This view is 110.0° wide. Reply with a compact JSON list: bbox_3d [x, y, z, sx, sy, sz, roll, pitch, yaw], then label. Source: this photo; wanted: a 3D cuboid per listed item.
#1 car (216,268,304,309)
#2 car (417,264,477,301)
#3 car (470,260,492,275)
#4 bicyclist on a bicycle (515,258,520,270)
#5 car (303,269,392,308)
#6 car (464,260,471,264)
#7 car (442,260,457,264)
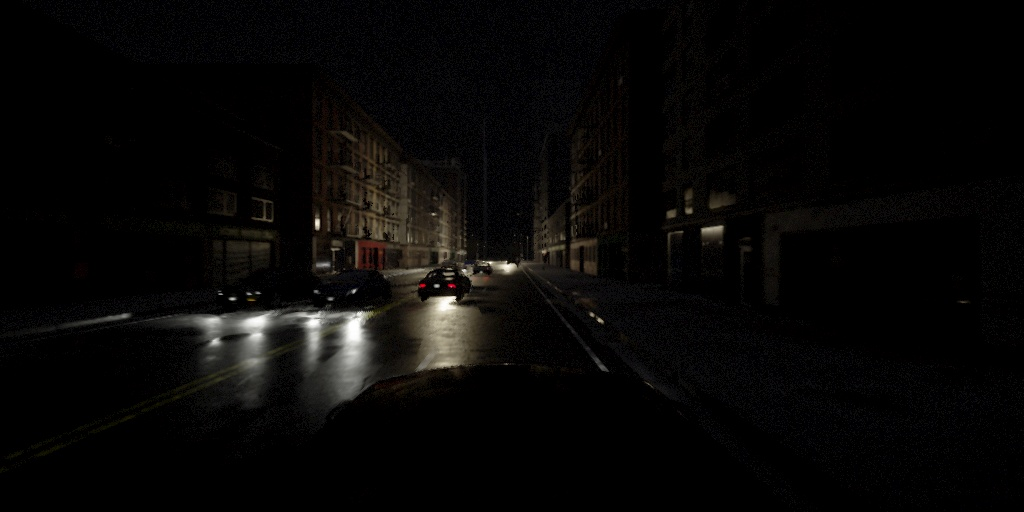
[{"bbox_3d":[-9.849,1.262,15.059,1.837,1.490,4.892,0,0,0],"label":"car"},{"bbox_3d":[-3.152,1.307,17.538,2.033,1.411,5.357,0,0,0],"label":"car"},{"bbox_3d":[-3.153,1.378,39.201,1.895,1.301,4.718,0,0,0],"label":"car"},{"bbox_3d":[0.889,1.161,52.676,0.659,1.776,1.843,0,0,0],"label":"bicyclist on a bicycle"},{"bbox_3d":[-6.591,1.284,15.346,1.812,1.442,4.674,0,0,0],"label":"car"},{"bbox_3d":[-6.560,1.319,56.520,1.812,1.442,4.674,0,0,0],"label":"car"},{"bbox_3d":[-9.804,1.340,56.105,2.033,1.411,5.357,0,0,1],"label":"car"}]
